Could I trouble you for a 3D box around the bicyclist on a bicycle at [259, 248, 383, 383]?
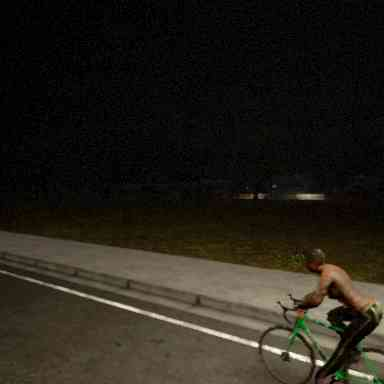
[{"bbox_3d":[1.482,1.453,3.603,1.656,1.620,0.582,0,0,36],"label":"bicyclist on a bicycle"}]
